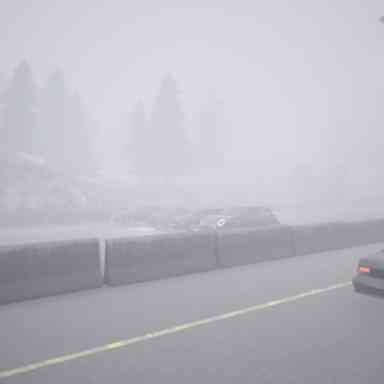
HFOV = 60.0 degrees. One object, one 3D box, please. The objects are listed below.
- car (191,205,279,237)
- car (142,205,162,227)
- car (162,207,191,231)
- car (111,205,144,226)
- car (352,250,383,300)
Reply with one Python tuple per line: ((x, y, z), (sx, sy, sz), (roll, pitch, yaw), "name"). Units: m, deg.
((2.564, 1.510, 18.094), (4.553, 1.767, 2.097), (0, -1, -33), "car")
((-1.095, 1.815, 24.060), (4.181, 1.385, 1.994), (0, -1, -33), "car")
((0.867, 1.709, 21.164), (4.892, 1.490, 1.837), (0, -1, -33), "car")
((-3.963, 1.794, 26.363), (4.902, 1.511, 2.128), (0, -1, -33), "car")
((5.787, 1.577, 7.402), (5.357, 1.411, 2.033), (0, -1, -33), "car")
